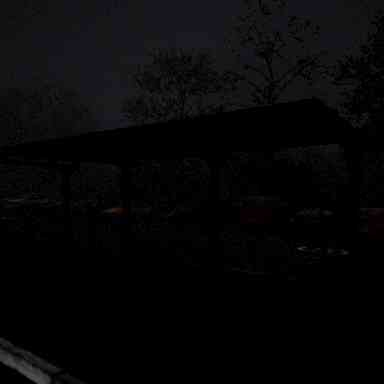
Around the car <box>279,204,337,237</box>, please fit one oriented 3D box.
[{"bbox_3d":[6.648,1.526,17.953,2.002,1.452,4.674,0,0,35],"label":"car"}]

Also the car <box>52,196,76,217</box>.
[{"bbox_3d":[-9.203,1.389,29.183,2.231,1.521,4.892,0,0,35],"label":"car"}]

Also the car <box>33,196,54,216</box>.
[{"bbox_3d":[-11.469,1.374,30.786,2.097,1.535,5.008,0,0,35],"label":"car"}]

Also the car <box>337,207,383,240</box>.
[{"bbox_3d":[8.915,1.500,16.347,2.097,1.535,5.008,0,0,35],"label":"car"}]

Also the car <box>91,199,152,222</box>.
[{"bbox_3d":[-4.784,1.413,25.820,1.946,1.575,5.366,0,0,35],"label":"car"}]

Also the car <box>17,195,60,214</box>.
[{"bbox_3d":[-13.735,1.360,32.390,2.097,1.535,5.008,0,0,35],"label":"car"}]

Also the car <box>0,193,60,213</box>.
[{"bbox_3d":[-16.020,1.095,33.965,2.435,2.045,5.566,0,0,35],"label":"car"}]

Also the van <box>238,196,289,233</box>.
[{"bbox_3d":[4.454,1.246,19.653,1.878,1.987,4.442,0,0,35],"label":"van"}]

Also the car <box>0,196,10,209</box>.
[{"bbox_3d":[-25.083,1.308,40.378,2.163,1.488,4.792,1,0,35],"label":"car"}]

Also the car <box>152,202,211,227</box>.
[{"bbox_3d":[-0.162,1.473,22.741,2.163,1.488,4.792,0,0,35],"label":"car"}]

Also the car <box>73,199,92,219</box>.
[{"bbox_3d":[-6.925,1.432,27.599,2.163,1.488,4.792,0,0,35],"label":"car"}]
